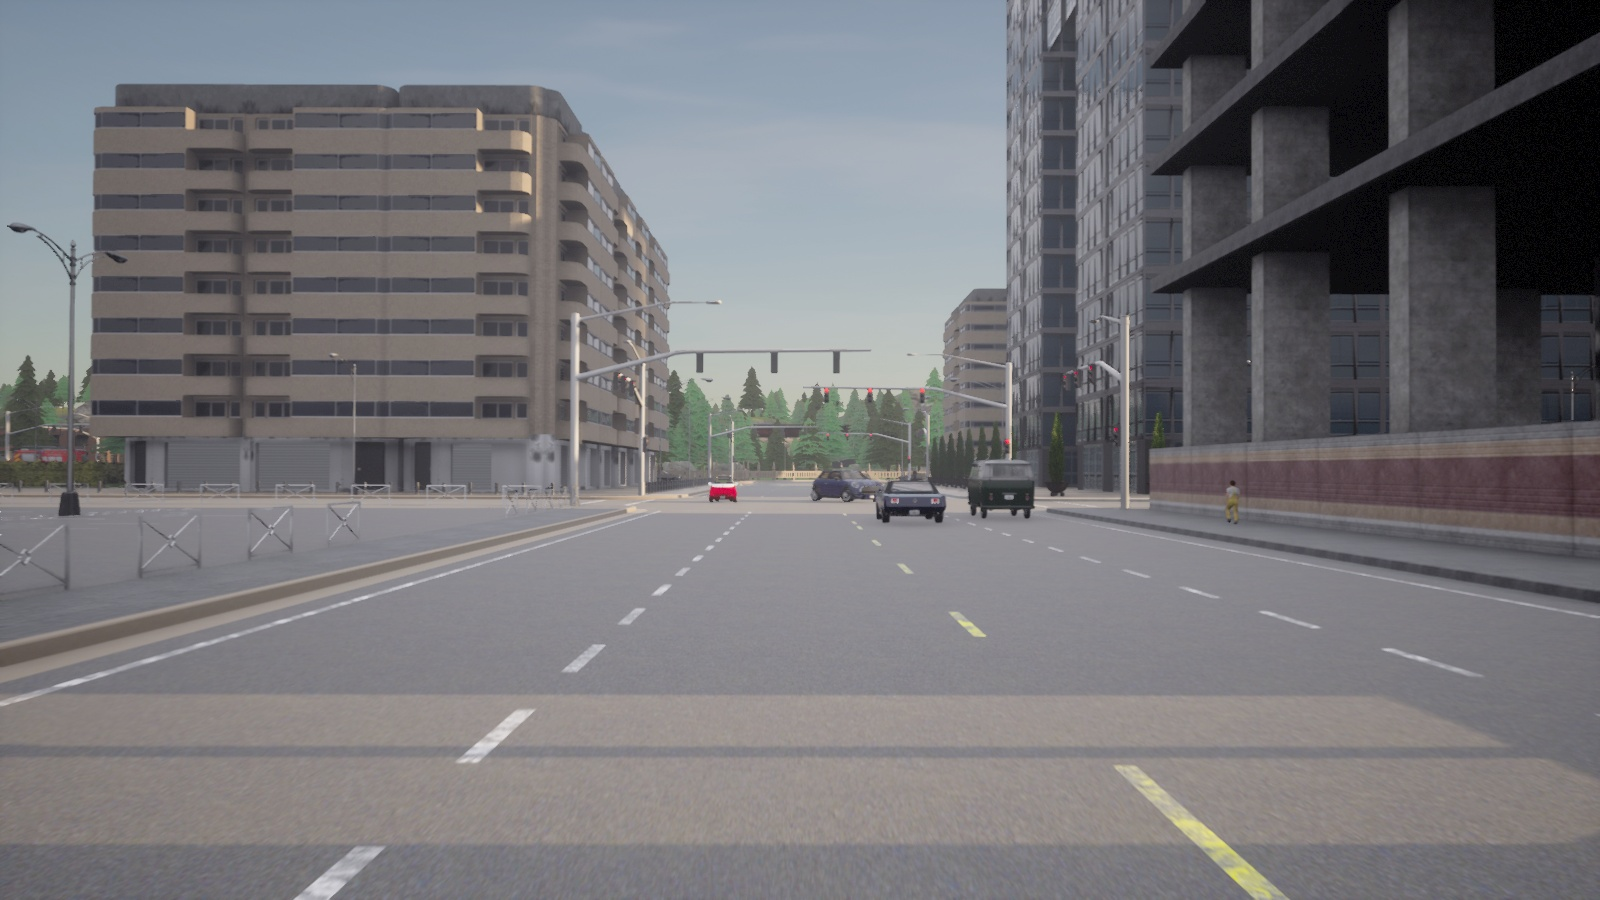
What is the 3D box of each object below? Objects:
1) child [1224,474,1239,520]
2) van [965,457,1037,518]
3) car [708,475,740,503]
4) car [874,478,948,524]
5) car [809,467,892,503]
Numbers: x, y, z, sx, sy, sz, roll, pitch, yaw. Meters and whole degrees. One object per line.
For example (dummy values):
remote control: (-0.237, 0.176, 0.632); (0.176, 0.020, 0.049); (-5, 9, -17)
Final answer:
child: (11.997, 1.290, 34.882); (0.270, 1.263, 0.437); (0, -1, 2)
van: (6.892, 1.268, 43.492); (1.775, 1.987, 4.442); (0, -1, 0)
car: (-3.803, 1.967, 62.959); (1.481, 1.376, 2.207); (0, -1, -1)
car: (3.403, 1.560, 39.365); (1.895, 1.301, 4.718); (0, -1, 0)
car: (2.571, 1.774, 64.880); (2.097, 1.767, 4.553); (0, -1, -31)
